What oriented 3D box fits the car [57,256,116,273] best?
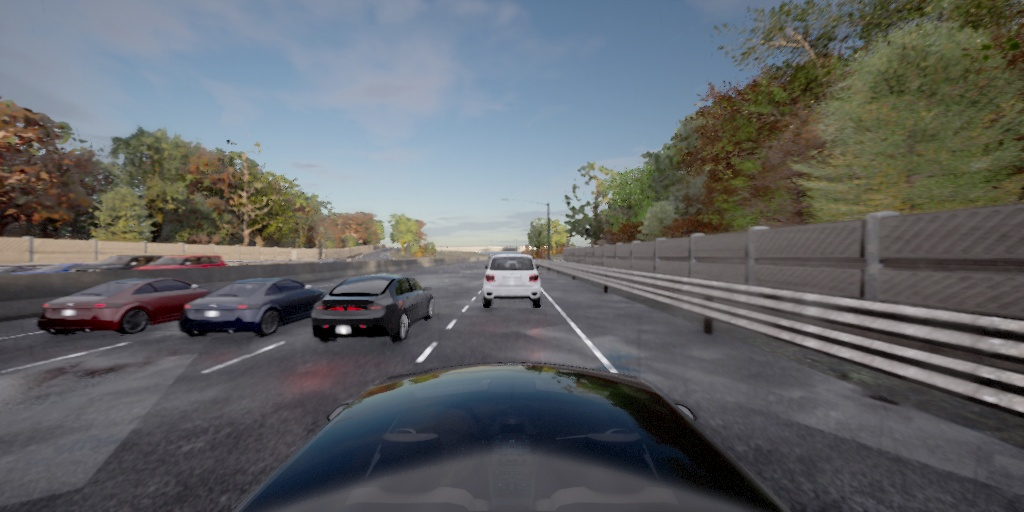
[{"bbox_3d":[-24.583,0.939,23.098,2.150,2.045,5.566,0,0,0],"label":"car"}]

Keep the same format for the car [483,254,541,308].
[{"bbox_3d":[0.001,0.947,15.273,2.150,2.045,5.566,0,0,0],"label":"car"}]

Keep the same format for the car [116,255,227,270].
[{"bbox_3d":[-21.088,0.938,22.962,2.150,2.045,5.566,0,0,0],"label":"car"}]

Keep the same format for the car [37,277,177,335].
[{"bbox_3d":[-10.396,1.297,10.418,1.994,1.385,4.181,0,0,0],"label":"car"}]

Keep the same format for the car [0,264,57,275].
[{"bbox_3d":[-28.084,1.195,22.605,1.882,1.535,5.008,0,0,0],"label":"car"}]

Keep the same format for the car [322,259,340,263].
[{"bbox_3d":[-27.998,1.264,55.105,1.812,1.442,4.674,0,1,0],"label":"car"}]

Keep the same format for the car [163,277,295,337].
[{"bbox_3d":[-6.896,1.297,10.257,1.994,1.385,4.181,0,0,0],"label":"car"}]

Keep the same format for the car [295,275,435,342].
[{"bbox_3d":[-3.399,1.239,9.659,1.837,1.490,4.892,0,0,0],"label":"car"}]

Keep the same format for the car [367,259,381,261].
[{"bbox_3d":[-20.997,1.205,54.272,2.128,1.511,4.902,0,0,0],"label":"car"}]
